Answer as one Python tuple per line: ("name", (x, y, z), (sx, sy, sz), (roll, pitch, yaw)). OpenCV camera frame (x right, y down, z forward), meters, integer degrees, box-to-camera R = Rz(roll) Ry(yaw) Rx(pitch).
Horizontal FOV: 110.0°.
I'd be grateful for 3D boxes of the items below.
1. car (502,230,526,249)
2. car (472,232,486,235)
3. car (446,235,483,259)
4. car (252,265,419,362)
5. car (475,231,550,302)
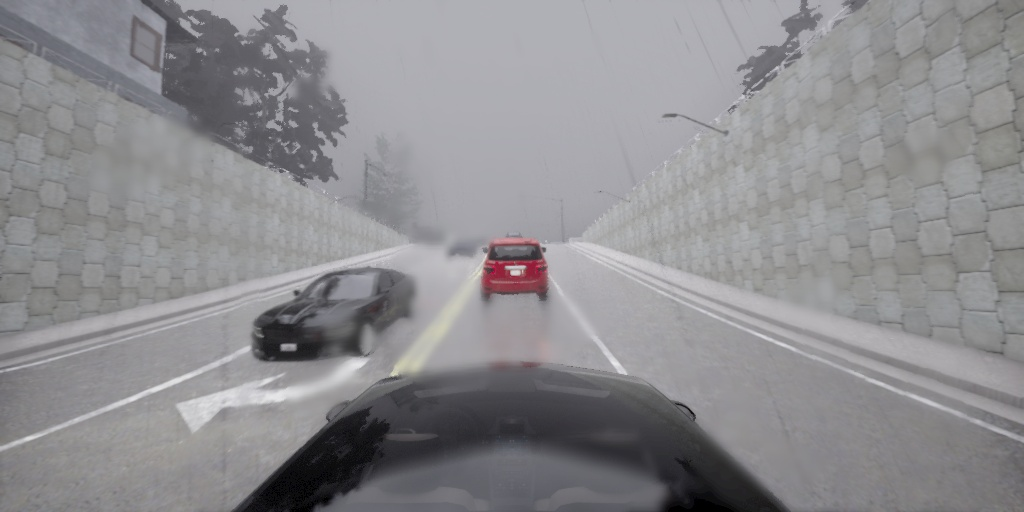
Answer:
("car", (0.173, -1.639, 34.856), (2.128, 1.511, 4.902), (-1, 6, 0))
("car", (-3.403, -1.766, 37.172), (1.837, 1.490, 4.892), (-1, 4, 0))
("car", (-3.495, -0.560, 26.006), (1.895, 1.301, 4.718), (-1, 6, 1))
("car", (-3.593, 1.037, 8.251), (1.882, 1.535, 5.008), (-1, 4, 0))
("car", (0.115, 0.319, 13.208), (2.150, 2.045, 5.566), (-1, 6, 0))
